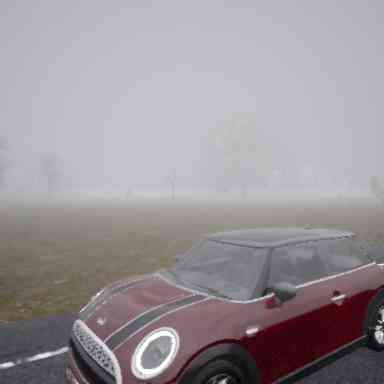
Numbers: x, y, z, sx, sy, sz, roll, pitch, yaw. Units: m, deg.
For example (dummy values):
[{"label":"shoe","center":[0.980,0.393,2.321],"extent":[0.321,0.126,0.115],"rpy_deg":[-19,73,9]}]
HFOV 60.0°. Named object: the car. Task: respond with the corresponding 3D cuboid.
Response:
[{"label":"car","center":[0.762,1.345,4.534],"extent":[4.553,1.767,2.097],"rpy_deg":[0,0,-35]}]
